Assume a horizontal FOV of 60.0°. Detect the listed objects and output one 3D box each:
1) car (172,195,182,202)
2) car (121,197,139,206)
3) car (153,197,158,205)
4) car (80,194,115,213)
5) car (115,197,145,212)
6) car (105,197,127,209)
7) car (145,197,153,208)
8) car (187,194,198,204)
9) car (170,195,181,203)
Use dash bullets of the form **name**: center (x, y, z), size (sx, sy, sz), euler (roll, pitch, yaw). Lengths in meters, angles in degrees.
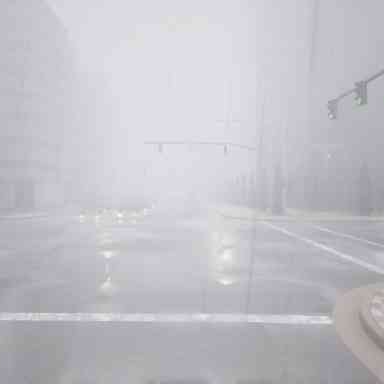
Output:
- **car**: center (-3.390, 1.494, 76.002), size (2.128, 1.511, 4.902), euler (0, 0, 0)
- **car**: center (-10.501, 1.547, 56.771), size (2.033, 1.411, 5.357), euler (0, 0, 0)
- **car**: center (-7.001, 1.564, 56.943), size (1.994, 1.385, 4.181), euler (0, 0, 0)
- **car**: center (-10.546, 1.221, 36.736), size (2.150, 2.045, 5.566), euler (0, 0, 0)
- **car**: center (-7.045, 1.352, 38.080), size (2.097, 1.767, 4.553), euler (0, 0, 0)
- **car**: center (-10.531, 1.477, 46.438), size (1.882, 1.535, 5.008), euler (0, 0, 0)
- **car**: center (-7.027, 1.526, 47.064), size (1.812, 1.442, 4.674), euler (0, 0, 0)
- **car**: center (0.096, 1.547, 66.100), size (2.033, 1.411, 5.357), euler (0, 0, 0)
- **car**: center (-3.404, 1.505, 66.674), size (1.837, 1.490, 4.892), euler (0, 0, 0)
